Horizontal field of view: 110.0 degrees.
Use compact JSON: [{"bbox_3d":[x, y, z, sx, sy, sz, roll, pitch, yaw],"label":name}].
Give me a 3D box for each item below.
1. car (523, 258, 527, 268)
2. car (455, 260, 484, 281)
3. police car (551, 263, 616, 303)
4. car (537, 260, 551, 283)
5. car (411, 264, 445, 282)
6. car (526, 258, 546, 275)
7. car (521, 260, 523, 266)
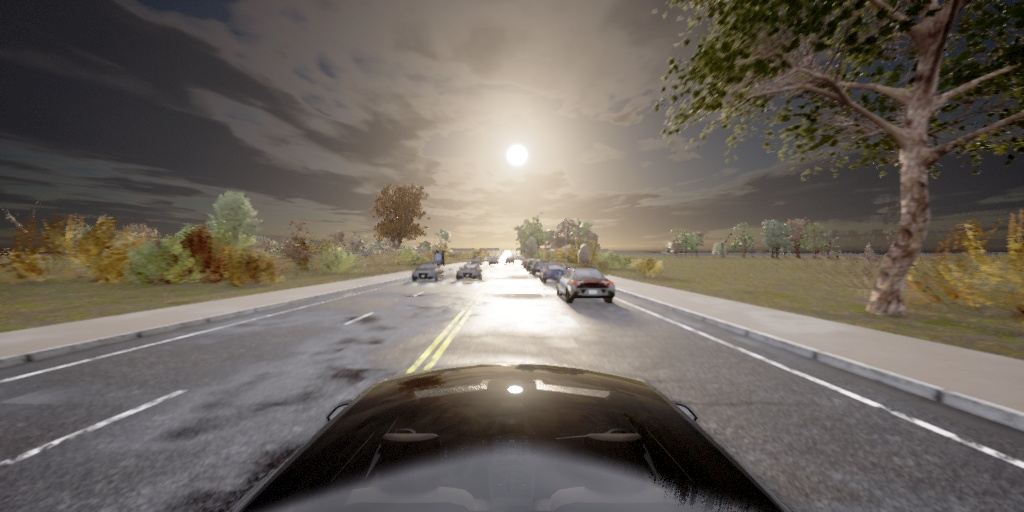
[{"bbox_3d":[3.032,1.147,49.722,2.033,1.649,4.856,0,0,0],"label":"car"},{"bbox_3d":[-3.407,1.303,29.446,1.994,1.385,4.181,0,0,0],"label":"car"},{"bbox_3d":[3.232,1.251,16.696,2.038,1.542,4.974,0,0,0],"label":"police car"},{"bbox_3d":[3.187,1.264,27.707,1.812,1.442,4.674,0,0,0],"label":"car"},{"bbox_3d":[-6.654,1.304,28.795,1.994,1.385,4.181,0,0,0],"label":"car"},{"bbox_3d":[3.054,1.159,38.925,2.033,1.649,4.856,1,0,-3],"label":"car"},{"bbox_3d":[2.942,1.177,60.722,1.882,1.535,5.008,0,0,0],"label":"car"}]
